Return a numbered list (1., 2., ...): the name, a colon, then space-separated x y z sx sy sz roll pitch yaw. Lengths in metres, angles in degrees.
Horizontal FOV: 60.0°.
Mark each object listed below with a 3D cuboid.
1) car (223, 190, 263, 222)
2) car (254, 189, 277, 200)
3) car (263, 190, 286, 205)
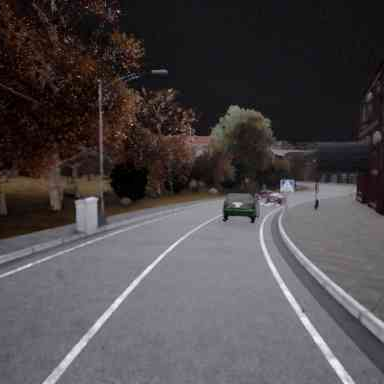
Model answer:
1. car: 3.631 0.929 23.873 2.150 2.045 5.566 2 2 15
2. car: 10.897 0.393 49.283 1.994 1.385 4.181 3 3 31
3. car: 10.411 0.751 40.942 1.812 1.442 4.674 3 3 26
